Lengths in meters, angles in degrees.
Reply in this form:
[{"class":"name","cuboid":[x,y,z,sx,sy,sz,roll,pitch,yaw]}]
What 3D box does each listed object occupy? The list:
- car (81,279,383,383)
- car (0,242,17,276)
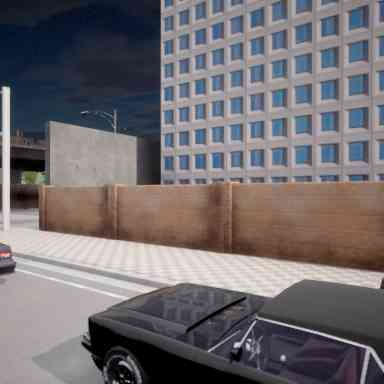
[{"class":"car","cuboid":[1.048,1.601,3.237,4.718,1.301,1.895,0,0,36]},{"class":"car","cuboid":[-6.774,1.548,8.824,5.357,1.411,2.033,0,0,36]}]
